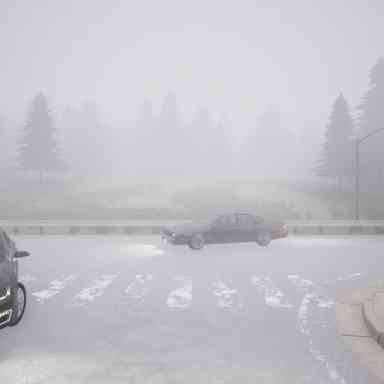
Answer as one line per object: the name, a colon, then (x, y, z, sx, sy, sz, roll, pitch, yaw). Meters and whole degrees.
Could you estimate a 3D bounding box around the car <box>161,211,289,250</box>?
car: (1.458, 1.547, 14.191, 5.357, 1.411, 2.033, 0, 0, -20)

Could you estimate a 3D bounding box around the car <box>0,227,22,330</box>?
car: (-4.457, 1.505, 6.550, 1.837, 1.490, 4.892, 0, 0, -28)

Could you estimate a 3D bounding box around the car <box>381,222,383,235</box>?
car: (11.237, 1.492, 15.070, 4.902, 1.511, 2.128, 0, 0, 0)
